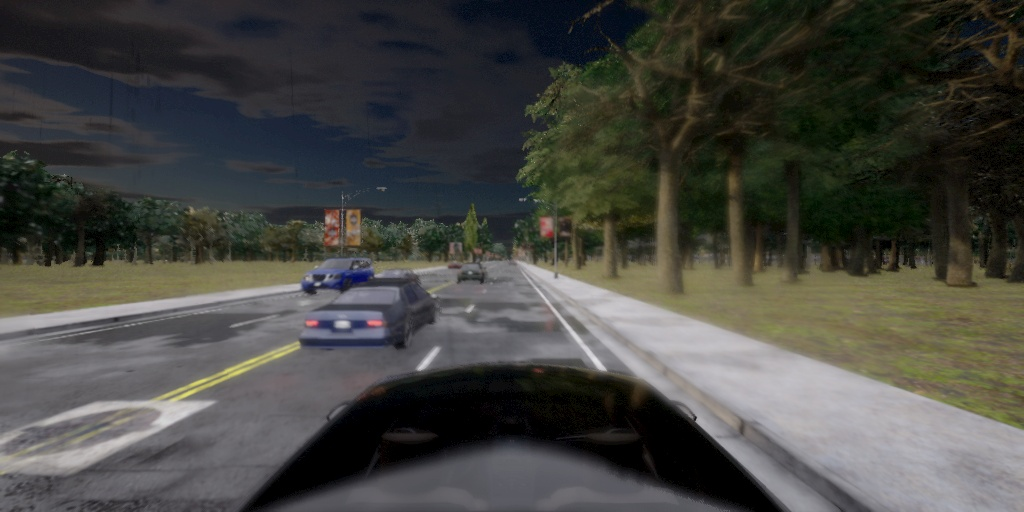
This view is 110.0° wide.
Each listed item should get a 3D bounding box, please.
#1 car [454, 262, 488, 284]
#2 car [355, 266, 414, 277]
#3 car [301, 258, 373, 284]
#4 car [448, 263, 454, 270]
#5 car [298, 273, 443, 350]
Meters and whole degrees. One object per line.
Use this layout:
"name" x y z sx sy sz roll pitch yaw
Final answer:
"car" -3.138 1.303 29.400 2.097 1.767 4.553 0 0 0
"car" -6.592 1.430 20.333 2.033 1.411 5.357 0 0 0
"car" -9.840 1.112 20.976 2.150 2.045 5.566 0 -1 0
"car" -9.751 1.807 61.782 1.895 1.301 4.718 0 0 1
"car" -3.148 1.349 9.200 2.033 1.411 5.357 0 0 0
